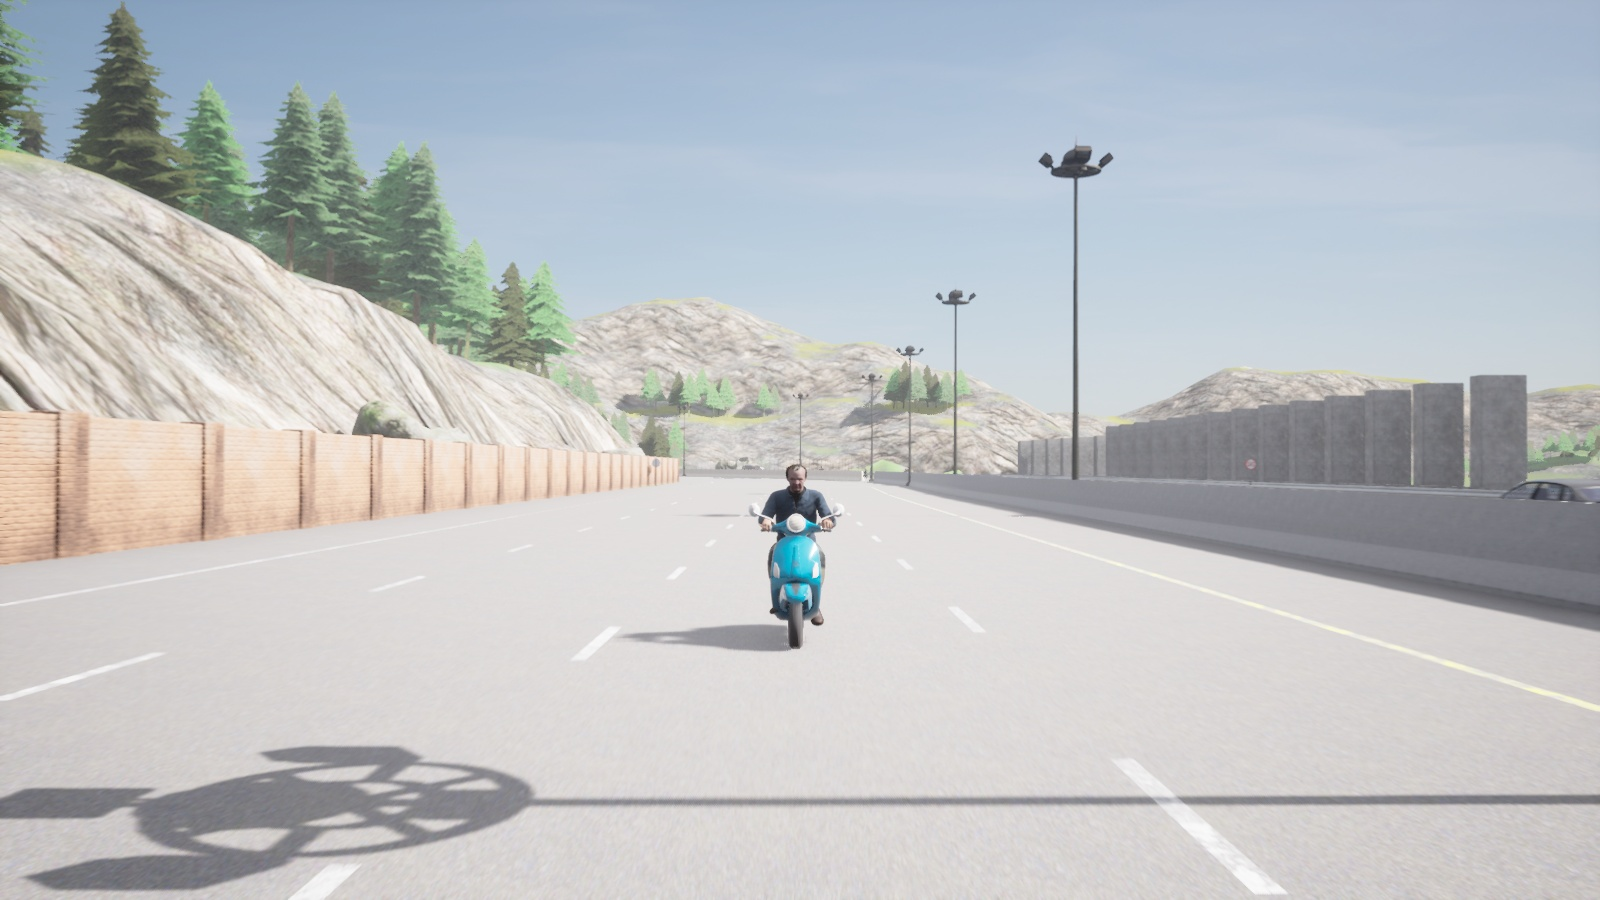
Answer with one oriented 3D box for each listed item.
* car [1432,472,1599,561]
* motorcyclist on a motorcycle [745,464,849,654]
[{"bbox_3d":[13.945,1.121,23.000,2.033,1.411,5.357,0,-1,0],"label":"car"},{"bbox_3d":[-0.028,0.923,11.480,0.866,1.590,1.817,0,0,0],"label":"motorcyclist on a motorcycle"}]
